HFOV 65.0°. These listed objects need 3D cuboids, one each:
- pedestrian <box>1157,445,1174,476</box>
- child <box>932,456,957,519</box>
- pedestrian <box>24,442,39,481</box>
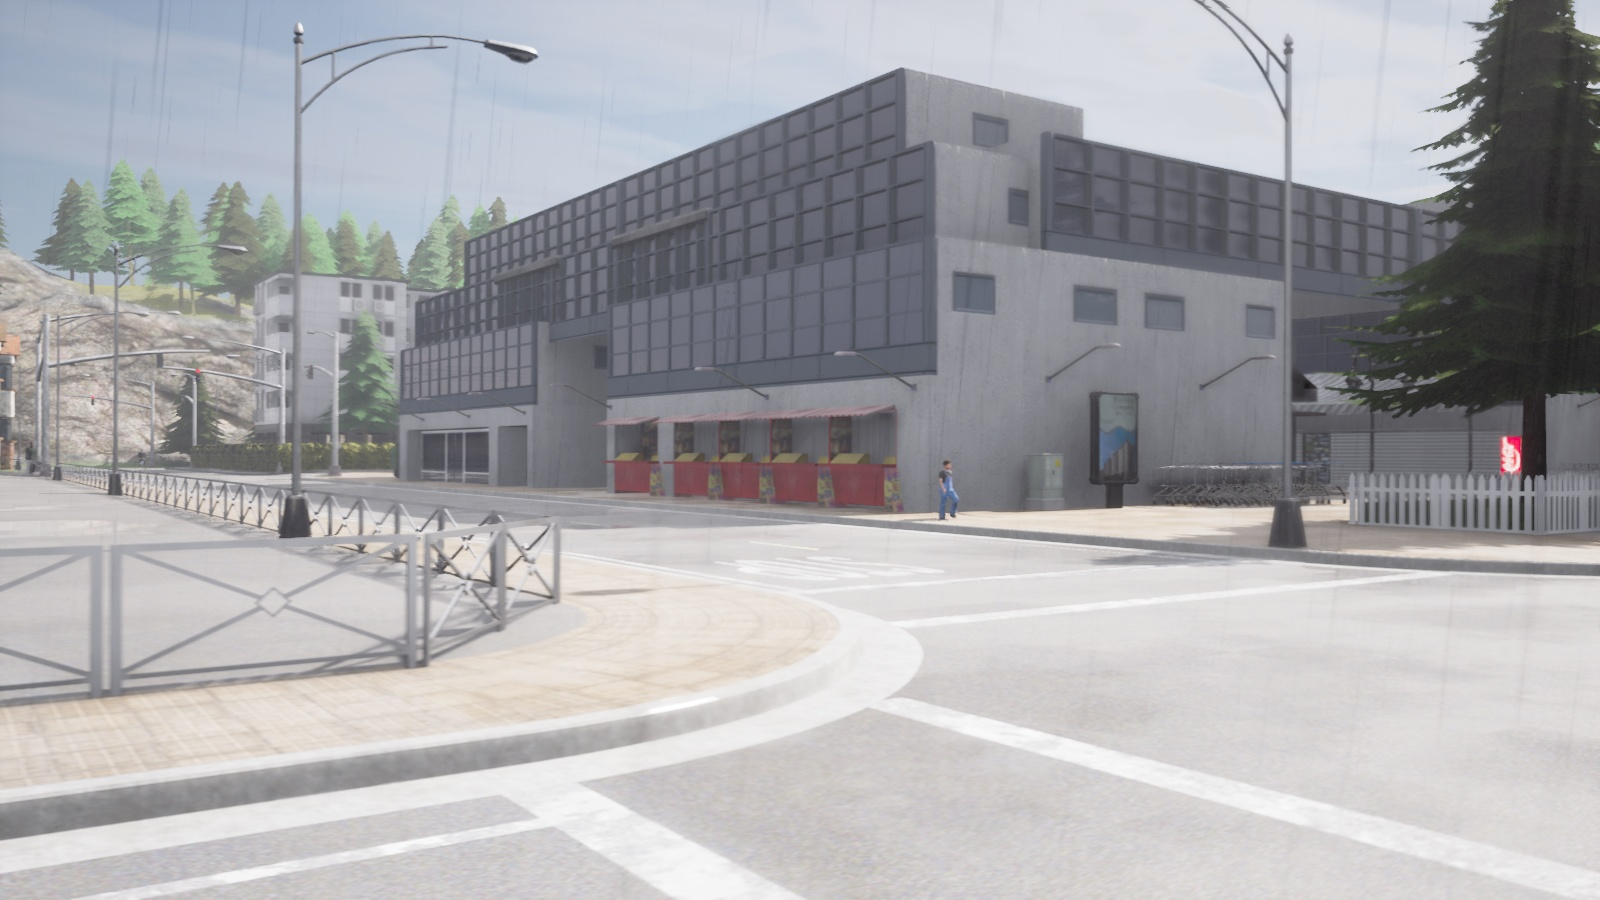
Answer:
[{"bbox_3d":[22.184,0.628,76.241,0.563,1.883,0.849,0,0,-35],"label":"pedestrian"},{"bbox_3d":[2.916,0.753,25.356,0.270,1.263,0.437,0,0,-37],"label":"child"},{"bbox_3d":[-38.888,0.562,63.527,0.788,1.949,0.423,0,0,40],"label":"pedestrian"}]
